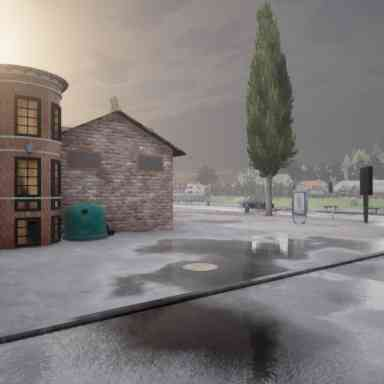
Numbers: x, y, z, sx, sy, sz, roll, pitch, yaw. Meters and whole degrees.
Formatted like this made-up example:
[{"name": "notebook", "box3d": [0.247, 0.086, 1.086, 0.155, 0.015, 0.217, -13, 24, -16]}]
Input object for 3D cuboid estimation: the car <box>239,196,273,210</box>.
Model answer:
[{"name": "car", "box3d": [8.091, 1.352, 42.578, 2.097, 1.767, 4.553, 0, 0, -36]}]
